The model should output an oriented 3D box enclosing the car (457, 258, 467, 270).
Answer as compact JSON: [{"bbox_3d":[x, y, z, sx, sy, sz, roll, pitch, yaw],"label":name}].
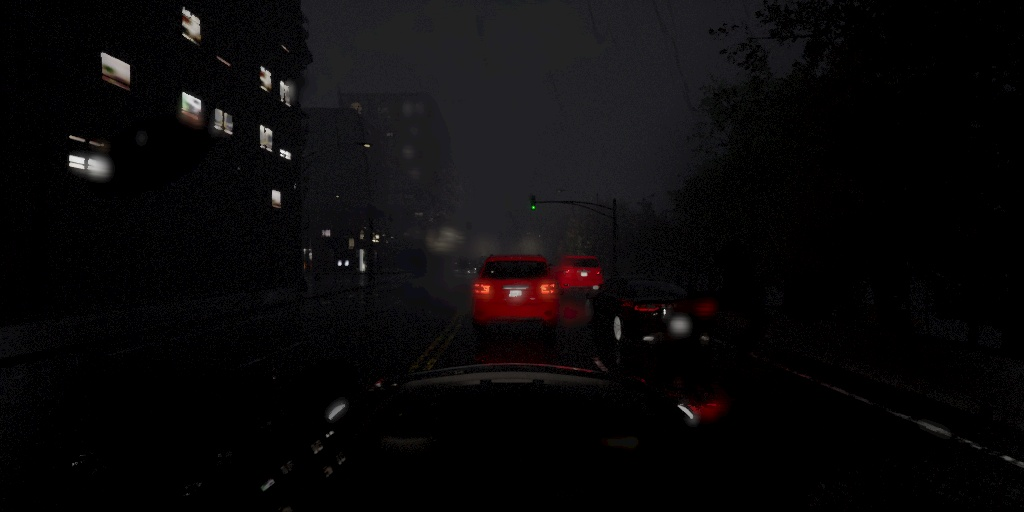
[{"bbox_3d":[-6.637,1.115,51.647,2.097,1.767,4.553,0,0,0],"label":"car"}]

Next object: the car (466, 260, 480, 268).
[{"bbox_3d":[-6.629,1.371,60.963,1.895,1.301,4.718,0,0,0],"label":"car"}]

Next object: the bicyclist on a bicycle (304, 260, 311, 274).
[{"bbox_3d":[-24.915,1.336,43.673,0.582,1.620,1.656,-1,0,-1],"label":"bicyclist on a bicycle"}]

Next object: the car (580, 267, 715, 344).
[{"bbox_3d":[3.341,1.228,9.612,1.882,1.535,5.008,0,0,0],"label":"car"}]

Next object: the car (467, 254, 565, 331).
[{"bbox_3d":[0.093,0.971,11.073,2.150,2.045,5.566,0,0,0],"label":"car"}]

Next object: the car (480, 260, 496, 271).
[{"bbox_3d":[-3.388,1.311,51.825,2.033,1.411,5.357,0,0,0],"label":"car"}]

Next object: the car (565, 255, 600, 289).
[{"bbox_3d":[3.340,0.973,19.610,2.150,2.045,5.566,0,0,-1],"label":"car"}]
